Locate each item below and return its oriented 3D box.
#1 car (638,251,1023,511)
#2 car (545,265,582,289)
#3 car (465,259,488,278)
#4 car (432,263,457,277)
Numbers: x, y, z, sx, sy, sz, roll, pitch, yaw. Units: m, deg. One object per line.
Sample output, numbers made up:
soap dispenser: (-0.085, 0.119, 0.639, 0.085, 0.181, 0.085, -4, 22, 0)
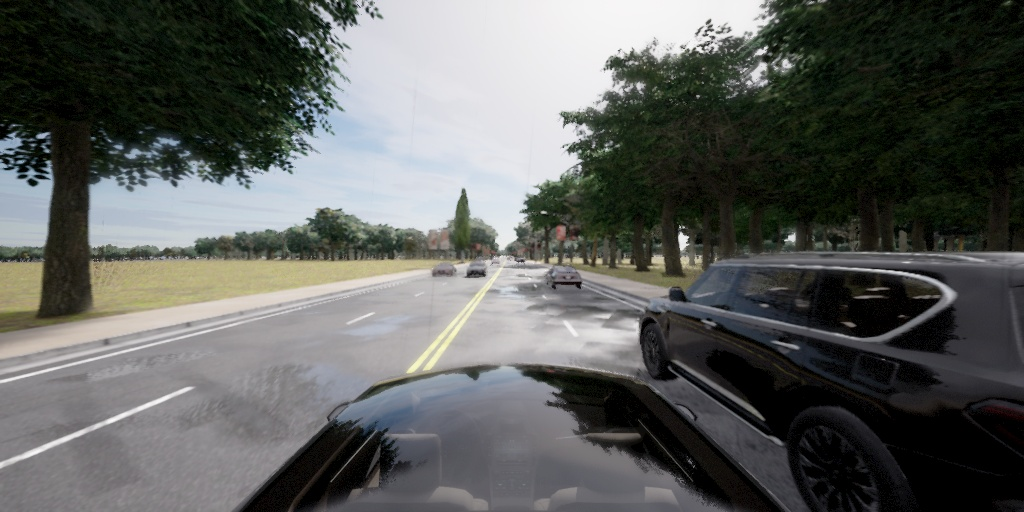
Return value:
car: (3.312, 0.977, 4.041, 2.150, 2.045, 5.566, 0, 0, 0)
car: (3.311, 1.321, 23.595, 2.033, 1.411, 5.357, 0, 0, 0)
car: (-3.402, 1.292, 35.285, 1.837, 1.490, 4.892, 0, 0, 0)
car: (-6.653, 1.352, 35.694, 1.994, 1.385, 4.181, 0, 0, 0)
